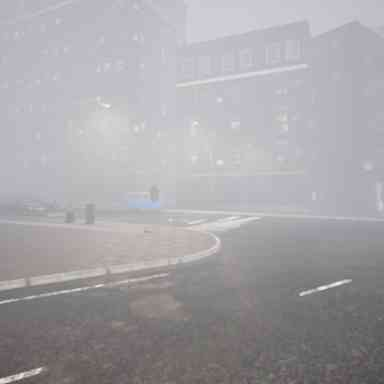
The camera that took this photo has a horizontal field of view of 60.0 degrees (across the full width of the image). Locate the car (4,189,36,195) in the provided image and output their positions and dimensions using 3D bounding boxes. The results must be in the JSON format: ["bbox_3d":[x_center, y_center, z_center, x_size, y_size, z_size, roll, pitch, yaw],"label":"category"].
[{"bbox_3d":[-19.741,0.623,37.705,5.009,1.841,2.192,1,0,25],"label":"car"}]

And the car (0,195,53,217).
[{"bbox_3d":[-13.099,1.122,25.431,4.206,1.307,1.802,1,0,25],"label":"car"}]

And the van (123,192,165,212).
[{"bbox_3d":[-4.387,0.912,30.656,3.998,1.788,1.690,1,0,25],"label":"van"}]

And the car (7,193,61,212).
[{"bbox_3d":[-13.223,1.066,28.325,4.181,1.385,1.994,1,1,25],"label":"car"}]
